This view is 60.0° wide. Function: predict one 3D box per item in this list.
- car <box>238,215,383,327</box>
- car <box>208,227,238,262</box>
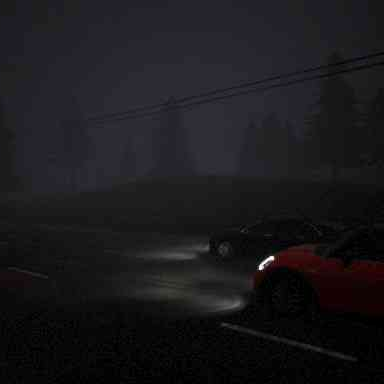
[{"bbox_3d":[3.391,1.351,5.874,4.553,1.767,2.097,0,0,36],"label":"car"},{"bbox_3d":[2.809,1.504,10.589,4.892,1.490,1.837,0,0,36],"label":"car"}]
